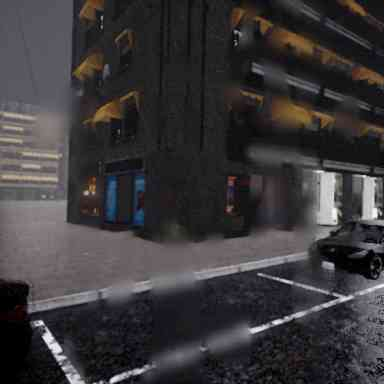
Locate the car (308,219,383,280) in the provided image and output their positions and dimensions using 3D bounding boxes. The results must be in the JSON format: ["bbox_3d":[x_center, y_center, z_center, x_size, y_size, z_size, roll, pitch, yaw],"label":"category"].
[{"bbox_3d":[5.306,1.517,9.856,4.313,1.339,1.947,0,2,-35],"label":"car"}]

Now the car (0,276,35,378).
[{"bbox_3d":[-3.915,1.573,3.274,4.313,1.339,1.947,0,2,-35],"label":"car"}]
